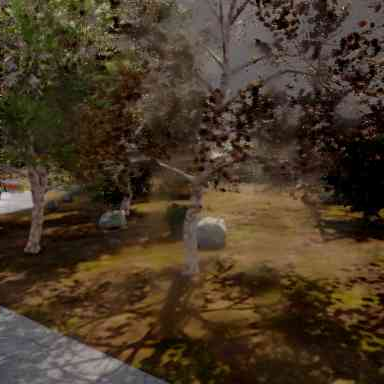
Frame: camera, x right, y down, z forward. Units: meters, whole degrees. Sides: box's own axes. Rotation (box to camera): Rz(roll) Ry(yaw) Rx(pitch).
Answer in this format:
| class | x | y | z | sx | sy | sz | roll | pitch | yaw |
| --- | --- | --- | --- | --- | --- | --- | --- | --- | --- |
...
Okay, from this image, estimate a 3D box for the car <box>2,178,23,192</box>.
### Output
| class | x | y | z | sx | sy | sz | roll | pitch | yaw |
| --- | --- | --- | --- | --- | --- | --- | --- | --- | --- |
| car | -23.080 | -1.044 | 41.858 | 4.553 | 1.767 | 2.097 | 6 | 4 | 43 |
